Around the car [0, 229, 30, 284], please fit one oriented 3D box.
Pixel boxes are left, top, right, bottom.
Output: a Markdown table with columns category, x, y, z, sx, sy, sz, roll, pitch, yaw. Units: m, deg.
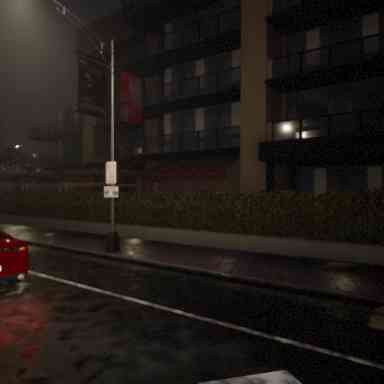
| category | x | y | z | sx | sy | sz | roll | pitch | yaw |
| --- | --- | --- | --- | --- | --- | --- | --- | --- | --- |
| car | -6.110 | 1.457 | 8.387 | 5.008 | 1.535 | 1.882 | 0 | 0 | 35 |
